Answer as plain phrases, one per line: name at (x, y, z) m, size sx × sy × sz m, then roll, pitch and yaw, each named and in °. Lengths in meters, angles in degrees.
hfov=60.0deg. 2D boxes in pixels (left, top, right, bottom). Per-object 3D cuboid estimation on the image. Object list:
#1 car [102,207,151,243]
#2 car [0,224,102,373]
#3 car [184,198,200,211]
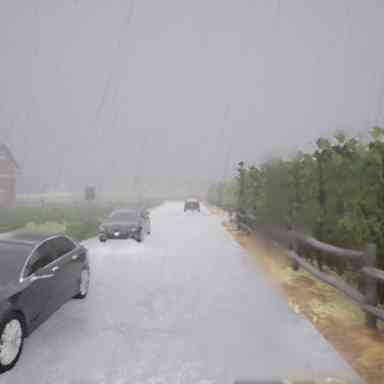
car at (-3.120, 1.523, 16.256) m, size 1.837 × 1.490 × 4.892 m, roll 0°, pitch 0°, yaw 0°
car at (-3.190, 1.511, 5.702) m, size 1.837 × 1.490 × 4.892 m, roll 0°, pitch 0°, yaw 0°
car at (0.022, 1.511, 41.376) m, size 1.882 × 1.535 × 5.008 m, roll 0°, pitch 0°, yaw 0°
